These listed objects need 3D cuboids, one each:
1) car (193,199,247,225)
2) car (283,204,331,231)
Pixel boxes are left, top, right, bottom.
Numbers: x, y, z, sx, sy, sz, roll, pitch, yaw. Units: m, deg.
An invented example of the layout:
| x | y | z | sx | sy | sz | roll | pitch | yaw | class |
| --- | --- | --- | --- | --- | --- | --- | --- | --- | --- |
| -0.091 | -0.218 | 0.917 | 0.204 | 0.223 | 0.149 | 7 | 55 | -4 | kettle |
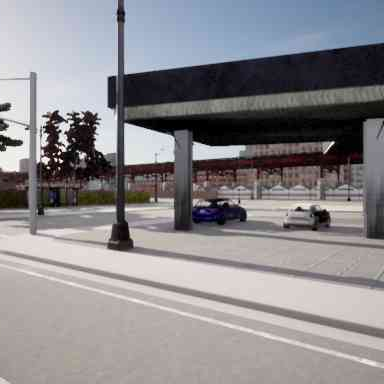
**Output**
| x | y | z | sx | sy | sz | roll | pitch | yaw | class |
| --- | --- | --- | --- | --- | --- | --- | --- | --- | --- |
| 1.993 | 1.293 | 23.020 | 2.242 | 1.667 | 4.611 | 0 | 0 | 37 | car |
| 7.074 | 1.455 | 20.232 | 1.970 | 1.475 | 3.806 | 0 | 0 | 37 | car |
